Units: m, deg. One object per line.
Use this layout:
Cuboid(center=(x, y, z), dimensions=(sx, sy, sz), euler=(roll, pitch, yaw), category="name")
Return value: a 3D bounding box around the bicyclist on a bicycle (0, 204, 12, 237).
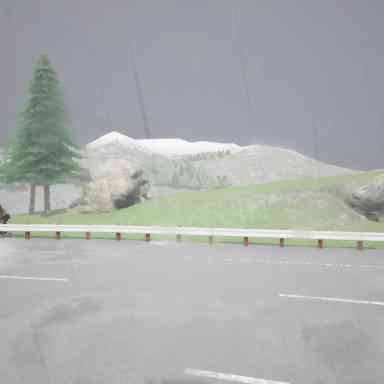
Cuboid(center=(-9.211, 1.437, 16.086), dimensions=(0.582, 1.620, 1.656), euler=(0, -5, 5), category="bicyclist on a bicycle")
